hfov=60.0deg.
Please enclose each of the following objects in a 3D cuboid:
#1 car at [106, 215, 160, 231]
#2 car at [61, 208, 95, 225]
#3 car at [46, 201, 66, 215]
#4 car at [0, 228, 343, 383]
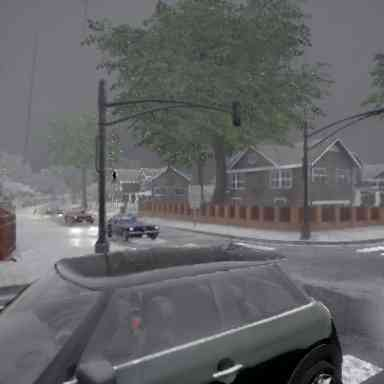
[{"bbox_3d":[-3.568,1.998,19.089,1.895,1.301,4.718,0,-1,-31],"label":"car"},{"bbox_3d":[-10.182,2.212,29.986,1.895,1.301,4.718,0,-1,-30],"label":"car"},{"bbox_3d":[-19.958,2.319,48.111,2.097,1.767,4.553,0,-1,-26],"label":"car"},{"bbox_3d":[-0.739,1.376,2.958,4.553,1.767,2.097,1,-1,-34],"label":"car"}]
